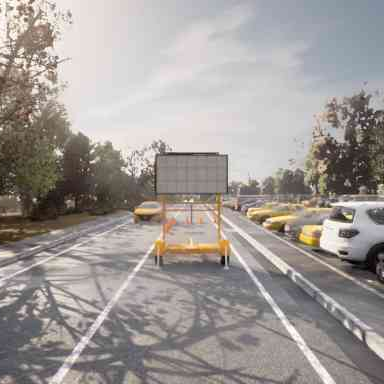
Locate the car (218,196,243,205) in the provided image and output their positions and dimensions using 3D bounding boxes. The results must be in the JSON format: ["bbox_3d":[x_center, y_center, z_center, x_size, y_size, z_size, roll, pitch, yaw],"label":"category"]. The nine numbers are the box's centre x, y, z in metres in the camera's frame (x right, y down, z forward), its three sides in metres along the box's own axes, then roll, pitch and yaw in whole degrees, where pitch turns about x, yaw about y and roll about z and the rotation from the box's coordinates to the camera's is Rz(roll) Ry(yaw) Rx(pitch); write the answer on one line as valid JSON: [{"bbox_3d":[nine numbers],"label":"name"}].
[{"bbox_3d":[7.254,1.579,62.945,4.553,1.767,2.185,0,0,0],"label":"car"}]

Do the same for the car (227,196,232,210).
[{"bbox_3d":[7.072,1.615,40.736,4.792,1.488,2.163,0,0,0],"label":"car"}]

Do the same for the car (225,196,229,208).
[{"bbox_3d":[7.095,1.630,43.512,4.792,1.488,2.163,0,0,0],"label":"car"}]

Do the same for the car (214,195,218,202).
[{"bbox_3d":[7.054,1.672,57.394,5.366,1.575,1.946,0,0,0],"label":"car"}]

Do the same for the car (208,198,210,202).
[{"bbox_3d":[7.521,2.105,90.682,5.008,1.535,2.097,0,-1,0],"label":"car"}]

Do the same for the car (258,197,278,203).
[{"bbox_3d":[20.589,2.093,90.387,5.008,1.535,2.097,0,-1,0],"label":"car"}]

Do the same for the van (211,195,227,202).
[{"bbox_3d":[7.656,1.939,93.462,4.442,1.987,1.878,0,-1,0],"label":"van"}]

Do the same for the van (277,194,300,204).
[{"bbox_3d":[20.549,1.514,71.020,4.442,1.987,1.878,0,0,0],"label":"van"}]

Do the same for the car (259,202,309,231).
[{"bbox_3d":[6.731,1.549,18.540,5.366,1.575,1.946,0,0,0],"label":"car"}]

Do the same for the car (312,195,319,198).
[{"bbox_3d":[20.197,1.356,46.090,5.566,2.045,2.435,0,0,0],"label":"car"}]

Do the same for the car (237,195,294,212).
[{"bbox_3d":[7.063,1.418,32.411,4.553,1.767,2.185,0,0,0],"label":"car"}]

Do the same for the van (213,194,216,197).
[{"bbox_3d":[7.238,1.523,71.275,4.442,1.987,1.878,0,0,0],"label":"van"}]

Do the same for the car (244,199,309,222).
[{"bbox_3d":[6.778,1.533,24.213,5.366,1.575,1.946,0,0,0],"label":"car"}]

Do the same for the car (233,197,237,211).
[{"bbox_3d":[7.084,1.586,35.183,4.792,1.488,2.163,0,0,0],"label":"car"}]

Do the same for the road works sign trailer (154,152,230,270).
[{"bbox_3d":[-0.014,0.480,11.132,2.380,3.560,2.880,0,0,-1],"label":"road works sign trailer"}]

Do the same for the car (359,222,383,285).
[{"bbox_3d":[6.830,1.590,7.434,5.008,1.535,2.097,0,0,0],"label":"car"}]

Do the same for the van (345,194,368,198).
[{"bbox_3d":[20.273,1.337,37.779,4.442,1.987,1.878,0,0,0],"label":"van"}]

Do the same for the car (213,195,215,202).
[{"bbox_3d":[7.303,1.719,65.721,5.008,1.535,2.097,0,0,0],"label":"car"}]

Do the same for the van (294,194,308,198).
[{"bbox_3d":[20.435,1.441,57.295,4.442,1.987,1.878,0,0,0],"label":"van"}]

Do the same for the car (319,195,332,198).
[{"bbox_3d":[20.174,1.341,43.320,5.566,2.045,2.435,0,0,0],"label":"car"}]

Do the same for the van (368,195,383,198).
[{"bbox_3d":[20.002,1.310,32.225,4.442,1.987,1.878,0,0,0],"label":"van"}]

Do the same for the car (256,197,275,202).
[{"bbox_3d":[20.613,2.155,93.282,5.008,1.535,2.097,0,-1,0],"label":"car"}]

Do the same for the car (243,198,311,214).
[{"bbox_3d":[7.171,1.530,26.862,5.366,1.575,1.946,0,0,0],"label":"car"}]

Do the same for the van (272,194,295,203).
[{"bbox_3d":[20.340,1.530,73.925,4.442,1.987,1.878,0,-1,0],"label":"van"}]

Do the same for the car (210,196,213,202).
[{"bbox_3d":[7.406,1.512,74.050,5.566,2.045,2.435,0,0,0],"label":"car"}]

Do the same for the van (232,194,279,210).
[{"bbox_3d":[7.194,1.345,37.960,4.442,1.987,1.878,0,0,0],"label":"van"}]

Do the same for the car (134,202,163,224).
[{"bbox_3d":[-3.209,1.524,25.484,1.882,1.535,5.008,0,0,0],"label":"car"}]

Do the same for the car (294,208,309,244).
[{"bbox_3d":[7.056,1.568,12.985,5.366,1.575,1.946,0,0,0],"label":"car"}]

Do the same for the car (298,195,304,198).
[{"bbox_3d":[20.298,1.692,54.524,4.674,1.452,2.002,0,0,0],"label":"car"}]

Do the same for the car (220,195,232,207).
[{"bbox_3d":[6.985,1.627,49.066,5.366,1.575,1.946,0,0,0],"label":"car"}]

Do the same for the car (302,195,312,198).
[{"bbox_3d":[20.266,1.636,51.630,5.008,1.535,2.097,0,0,0],"label":"car"}]

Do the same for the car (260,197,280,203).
[{"bbox_3d":[20.565,2.035,87.617,4.892,1.521,2.231,0,-1,0],"label":"car"}]

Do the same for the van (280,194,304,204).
[{"bbox_3d":[20.527,1.500,68.375,4.442,1.987,1.878,0,0,0],"label":"van"}]

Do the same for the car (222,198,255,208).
[{"bbox_3d":[7.200,1.646,51.840,4.892,1.521,2.231,0,0,0],"label":"car"}]

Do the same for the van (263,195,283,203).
[{"bbox_3d":[20.665,1.749,84.852,4.442,1.987,1.878,0,-1,0],"label":"van"}]

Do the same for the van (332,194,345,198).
[{"bbox_3d":[20.063,1.352,40.551,4.442,1.987,1.878,0,0,0],"label":"van"}]

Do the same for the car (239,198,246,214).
[{"bbox_3d":[7.003,1.536,29.631,4.892,1.521,2.231,0,0,0],"label":"car"}]

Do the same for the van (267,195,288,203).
[{"bbox_3d":[20.385,1.630,79.316,4.442,1.987,1.878,0,-1,0],"label":"van"}]

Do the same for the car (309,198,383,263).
[{"bbox_3d":[6.876,1.329,10.209,5.566,2.045,2.435,0,0,0],"label":"car"}]

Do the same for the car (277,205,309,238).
[{"bbox_3d":[6.900,1.563,15.762,4.892,1.521,2.231,0,0,0],"label":"car"}]

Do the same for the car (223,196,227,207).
[{"bbox_3d":[7.118,1.645,46.288,4.792,1.488,2.163,0,0,0],"label":"car"}]
